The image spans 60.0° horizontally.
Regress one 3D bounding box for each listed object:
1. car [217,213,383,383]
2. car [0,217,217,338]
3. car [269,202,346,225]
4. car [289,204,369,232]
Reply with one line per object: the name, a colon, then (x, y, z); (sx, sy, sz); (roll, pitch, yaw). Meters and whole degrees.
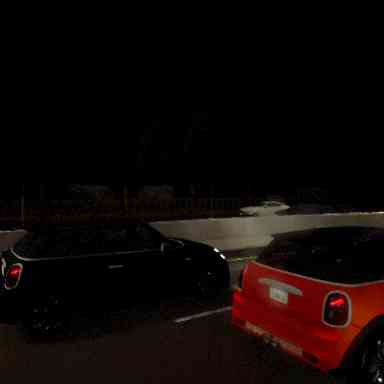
car: (2.912, 1.345, 5.379); (4.553, 1.767, 2.097); (0, 0, -32)
car: (-1.407, 1.331, 6.796); (4.553, 1.767, 2.097); (0, 0, -34)
car: (8.442, 1.507, 24.297); (5.357, 1.411, 2.033); (0, 0, -24)
car: (8.401, 1.495, 20.386); (4.674, 1.442, 1.812); (0, 0, -24)
